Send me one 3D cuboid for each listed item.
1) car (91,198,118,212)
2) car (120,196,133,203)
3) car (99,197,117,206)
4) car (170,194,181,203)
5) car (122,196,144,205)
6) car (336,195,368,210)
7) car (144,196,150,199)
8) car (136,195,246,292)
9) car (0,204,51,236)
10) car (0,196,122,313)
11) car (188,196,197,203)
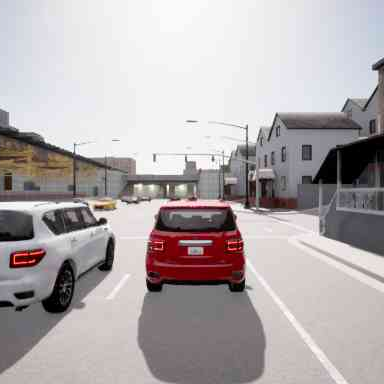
[{"bbox_3d":[-10.505,1.478,40.200,1.882,1.535,5.008,0,0,0],"label":"car"},{"bbox_3d":[-13.834,1.523,70.212,1.812,1.442,4.674,0,0,0],"label":"car"},{"bbox_3d":[-13.953,1.564,55.399,1.994,1.385,4.181,0,0,0],"label":"car"},{"bbox_3d":[-3.336,1.352,69.200,2.097,1.767,4.553,0,0,0],"label":"car"},{"bbox_3d":[-10.434,1.491,58.938,2.128,1.511,4.902,0,0,0],"label":"car"},{"bbox_3d":[14.229,1.057,28.762,4.181,1.385,1.994,-14,0,-1],"label":"car"},{"bbox_3d":[-10.324,1.525,74.472,2.033,1.411,5.357,0,0,0],"label":"car"},{"bbox_3d":[0.099,1.221,9.068,2.150,2.045,5.566,0,0,1],"label":"car"},{"bbox_3d":[-10.553,1.548,19.854,2.033,1.411,5.357,0,0,0],"label":"car"},{"bbox_3d":[-3.409,1.221,7.806,2.150,2.045,5.566,0,0,1],"label":"car"},{"bbox_3d":[0.162,1.503,69.222,1.837,1.490,4.892,0,0,0],"label":"car"}]
